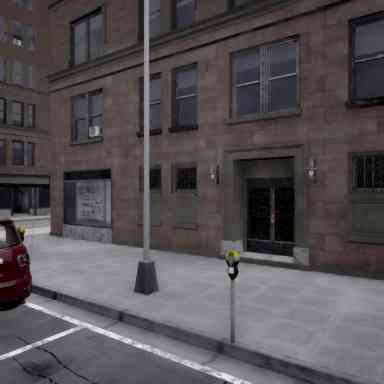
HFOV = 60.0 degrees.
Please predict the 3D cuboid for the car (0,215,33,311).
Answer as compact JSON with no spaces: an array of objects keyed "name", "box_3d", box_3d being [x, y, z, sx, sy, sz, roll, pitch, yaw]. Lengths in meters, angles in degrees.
[{"name":"car","box_3d":[-5.112,1.315,6.444,5.009,1.841,2.192,0,0,35]}]
